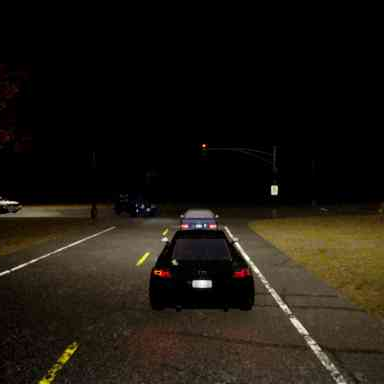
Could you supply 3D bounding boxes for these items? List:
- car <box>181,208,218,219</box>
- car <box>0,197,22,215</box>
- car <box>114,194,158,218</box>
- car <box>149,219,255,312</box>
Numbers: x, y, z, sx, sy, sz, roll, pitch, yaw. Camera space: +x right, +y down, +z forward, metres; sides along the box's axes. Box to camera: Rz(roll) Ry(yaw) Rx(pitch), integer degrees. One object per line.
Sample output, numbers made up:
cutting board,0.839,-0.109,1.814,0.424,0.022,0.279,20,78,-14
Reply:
car,0.376,1.530,16.993,2.033,1.411,5.357,0,0,2
car,-22.049,1.479,37.075,5.566,2.045,2.150,-1,1,5
car,-5.245,1.191,30.386,2.150,2.045,5.566,1,-1,-35
car,0.192,1.558,7.765,1.994,1.385,4.181,0,0,0
